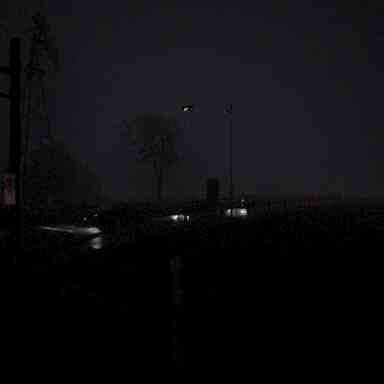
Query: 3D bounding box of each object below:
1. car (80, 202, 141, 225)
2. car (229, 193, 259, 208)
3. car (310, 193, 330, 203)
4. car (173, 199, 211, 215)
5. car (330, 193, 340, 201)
[{"bbox_3d":[-5.622,1.449,23.569,1.812,1.442,4.674,1,1,35],"label":"car"},{"bbox_3d":[6.347,0.995,40.372,2.097,1.767,4.553,1,1,36],"label":"car"},{"bbox_3d":[20.218,0.947,53.497,1.812,1.442,4.674,1,1,36],"label":"car"},{"bbox_3d":[0.094,1.353,31.599,1.994,1.385,4.181,1,1,35],"label":"car"},{"bbox_3d":[26.030,0.854,61.671,1.994,1.385,4.181,1,1,36],"label":"car"}]
